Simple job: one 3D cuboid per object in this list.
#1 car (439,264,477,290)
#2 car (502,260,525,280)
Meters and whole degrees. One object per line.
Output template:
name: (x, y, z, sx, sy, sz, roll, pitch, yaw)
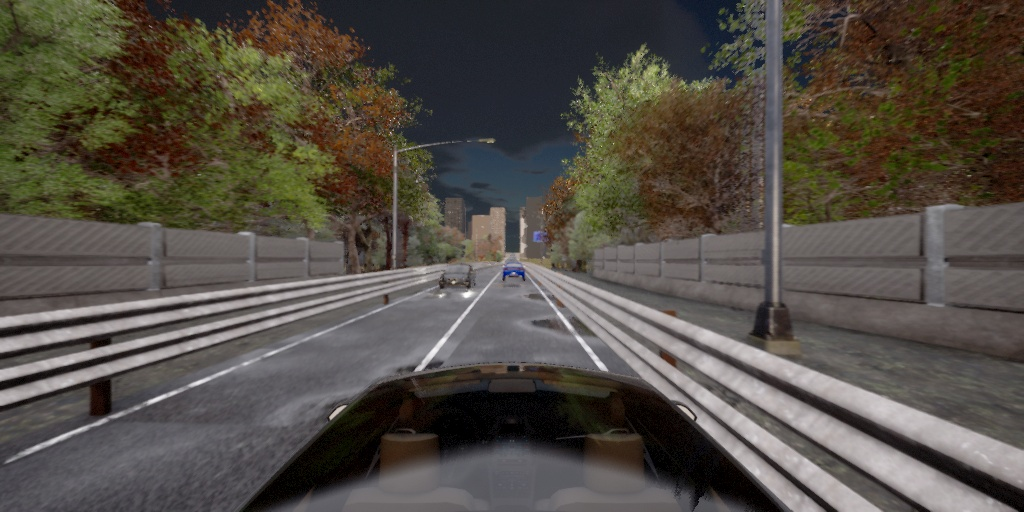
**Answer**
car: (-3.307, 1.246, 22.622, 1.837, 1.490, 4.892, 0, 0, 0)
car: (0.149, 1.274, 31.579, 1.882, 1.535, 5.008, 0, 0, 0)
